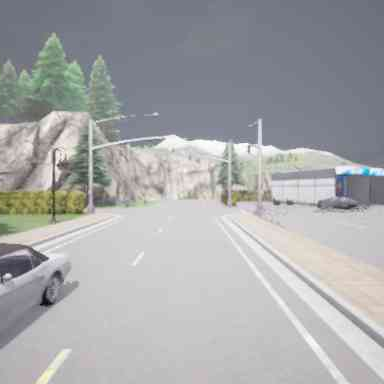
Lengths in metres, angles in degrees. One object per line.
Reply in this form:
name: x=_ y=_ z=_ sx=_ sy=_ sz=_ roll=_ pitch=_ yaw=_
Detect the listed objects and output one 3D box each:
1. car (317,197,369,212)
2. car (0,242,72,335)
car: x=15.170 y=1.226 z=33.494 sx=4.902 sy=1.511 sz=2.128 roll=0 pitch=0 yaw=2
car: x=-3.574 y=1.557 z=5.080 sx=1.895 sy=1.301 sz=4.718 roll=0 pitch=0 yaw=0
